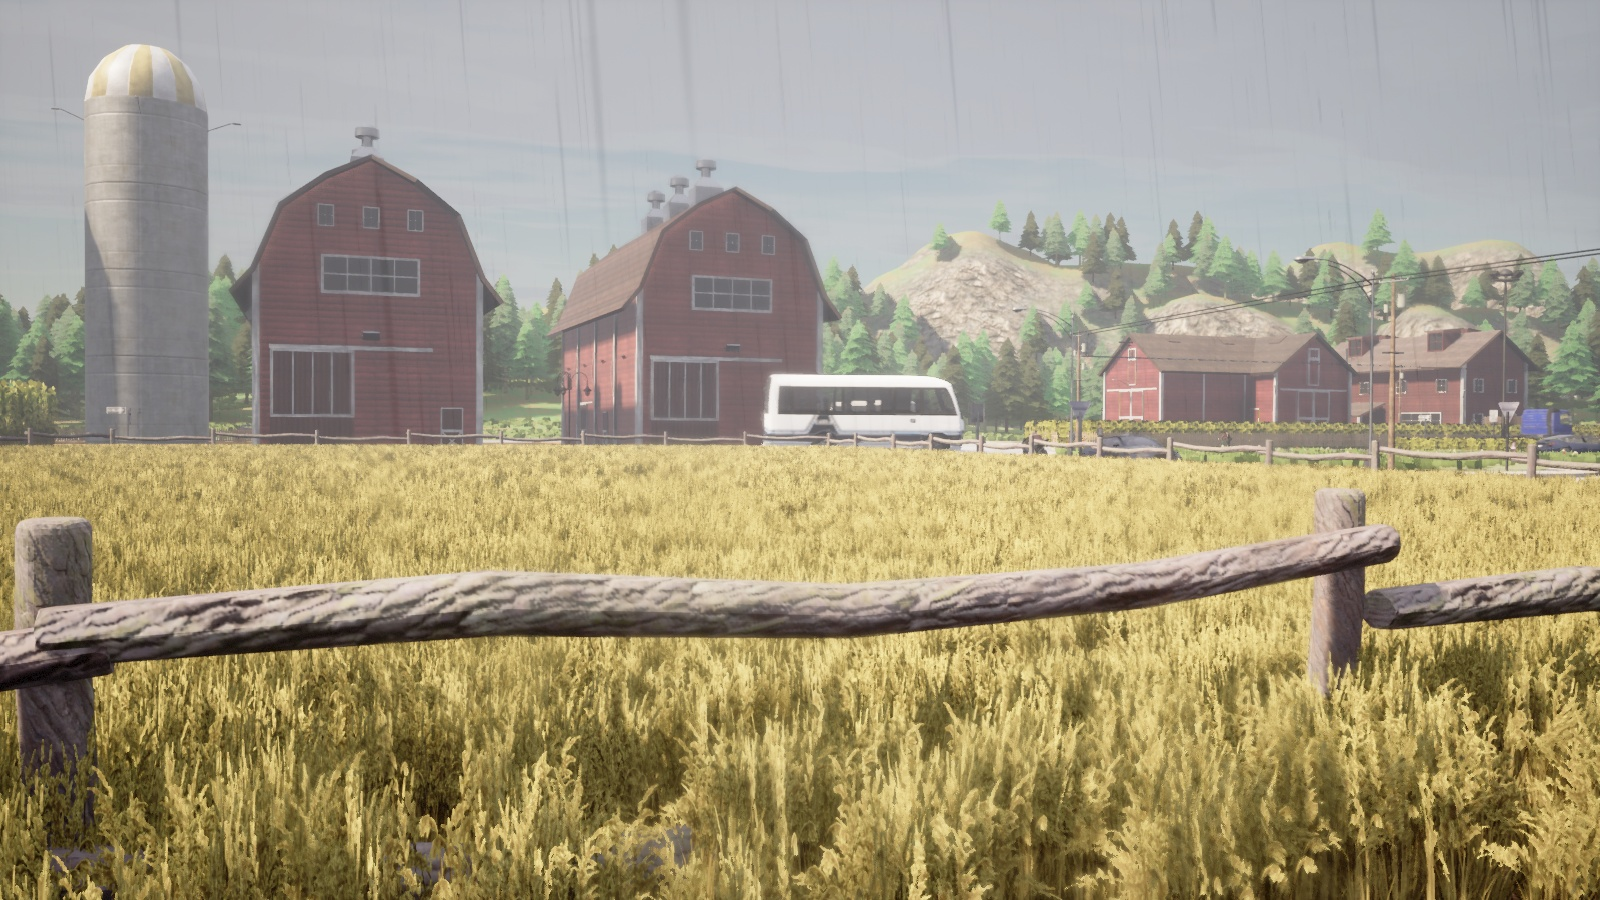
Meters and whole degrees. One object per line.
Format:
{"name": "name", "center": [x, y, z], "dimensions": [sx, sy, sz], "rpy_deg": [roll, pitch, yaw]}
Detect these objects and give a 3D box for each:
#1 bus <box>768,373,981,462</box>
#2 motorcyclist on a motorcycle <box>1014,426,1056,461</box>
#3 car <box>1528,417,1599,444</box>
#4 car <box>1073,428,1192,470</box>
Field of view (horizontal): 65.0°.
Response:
{"name": "bus", "center": [3.694, -1.745, 63.845], "dimensions": [10.273, 4.253, 3.944], "rpy_deg": [-1, 4, -7]}
{"name": "motorcyclist on a motorcycle", "center": [10.658, -0.307, 56.971], "dimensions": [0.866, 1.530, 2.191], "rpy_deg": [-1, 1, -21]}
{"name": "car", "center": [45.579, -1.144, 73.352], "dimensions": [4.792, 1.488, 2.163], "rpy_deg": [-1, 1, 1]}
{"name": "car", "center": [11.709, -0.072, 44.471], "dimensions": [1.994, 1.385, 4.181], "rpy_deg": [-1, 1, -21]}
